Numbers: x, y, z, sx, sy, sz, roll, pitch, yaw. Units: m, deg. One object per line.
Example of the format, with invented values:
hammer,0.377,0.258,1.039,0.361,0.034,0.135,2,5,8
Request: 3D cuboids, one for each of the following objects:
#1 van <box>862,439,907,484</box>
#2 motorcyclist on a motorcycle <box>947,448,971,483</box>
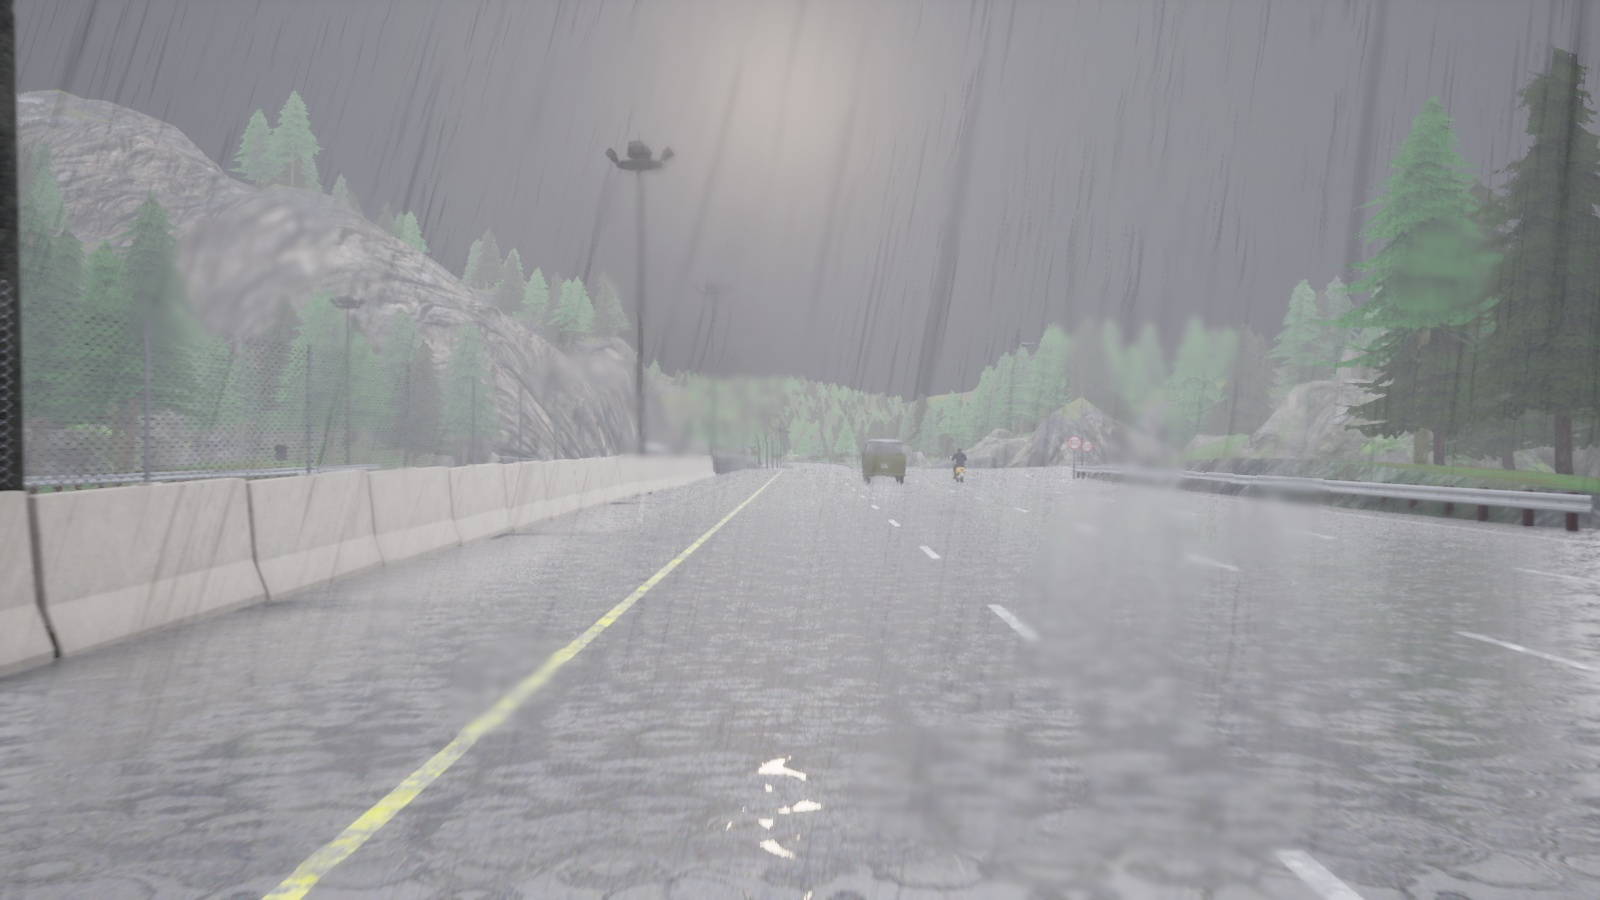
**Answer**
van,3.808,0.513,57.448,1.775,1.987,4.442,0,0,0
motorcyclist on a motorcycle,7.309,0.716,57.691,0.866,1.590,1.817,0,0,0
